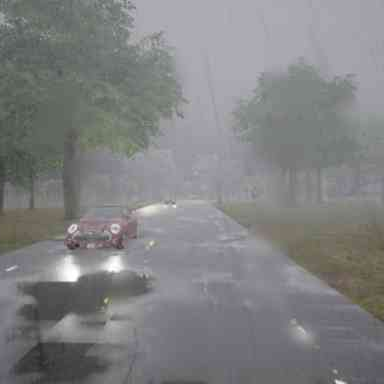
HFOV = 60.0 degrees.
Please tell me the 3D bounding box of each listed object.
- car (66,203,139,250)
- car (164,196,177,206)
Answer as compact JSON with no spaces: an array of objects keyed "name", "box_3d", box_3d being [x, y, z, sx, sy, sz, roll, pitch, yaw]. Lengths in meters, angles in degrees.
[{"name":"car","box_3d":[-3.598,1.326,14.103,2.097,1.767,4.553,0,0,0]},{"name":"car","box_3d":[-3.559,1.458,55.464,1.837,1.490,4.892,0,0,0]}]
